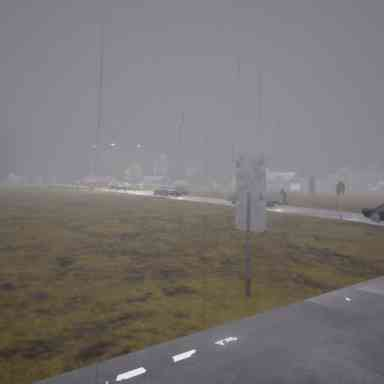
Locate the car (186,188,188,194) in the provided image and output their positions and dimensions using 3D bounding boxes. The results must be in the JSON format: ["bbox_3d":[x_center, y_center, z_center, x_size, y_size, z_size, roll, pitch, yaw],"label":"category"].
[{"bbox_3d":[-2.464,-0.308,45.450,2.128,1.511,4.902,1,2,-35],"label":"car"}]

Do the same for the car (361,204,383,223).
[{"bbox_3d":[11.880,1.246,18.223,1.895,1.301,4.718,1,2,-21],"label":"car"}]

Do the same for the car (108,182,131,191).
[{"bbox_3d":[-12.196,-0.920,54.391,1.837,1.490,4.892,1,2,-35],"label":"car"}]

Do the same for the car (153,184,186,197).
[{"bbox_3d":[-3.058,-0.125,41.168,1.994,1.385,4.181,1,2,-35],"label":"car"}]

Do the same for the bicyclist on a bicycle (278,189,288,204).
[{"bbox_3d":[9.251,0.473,33.996,1.656,1.620,0.582,0,2,-35],"label":"bicyclist on a bicycle"}]

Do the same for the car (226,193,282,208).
[{"bbox_3d":[5.306,0.572,29.191,2.033,1.411,5.357,1,2,-35],"label":"car"}]
